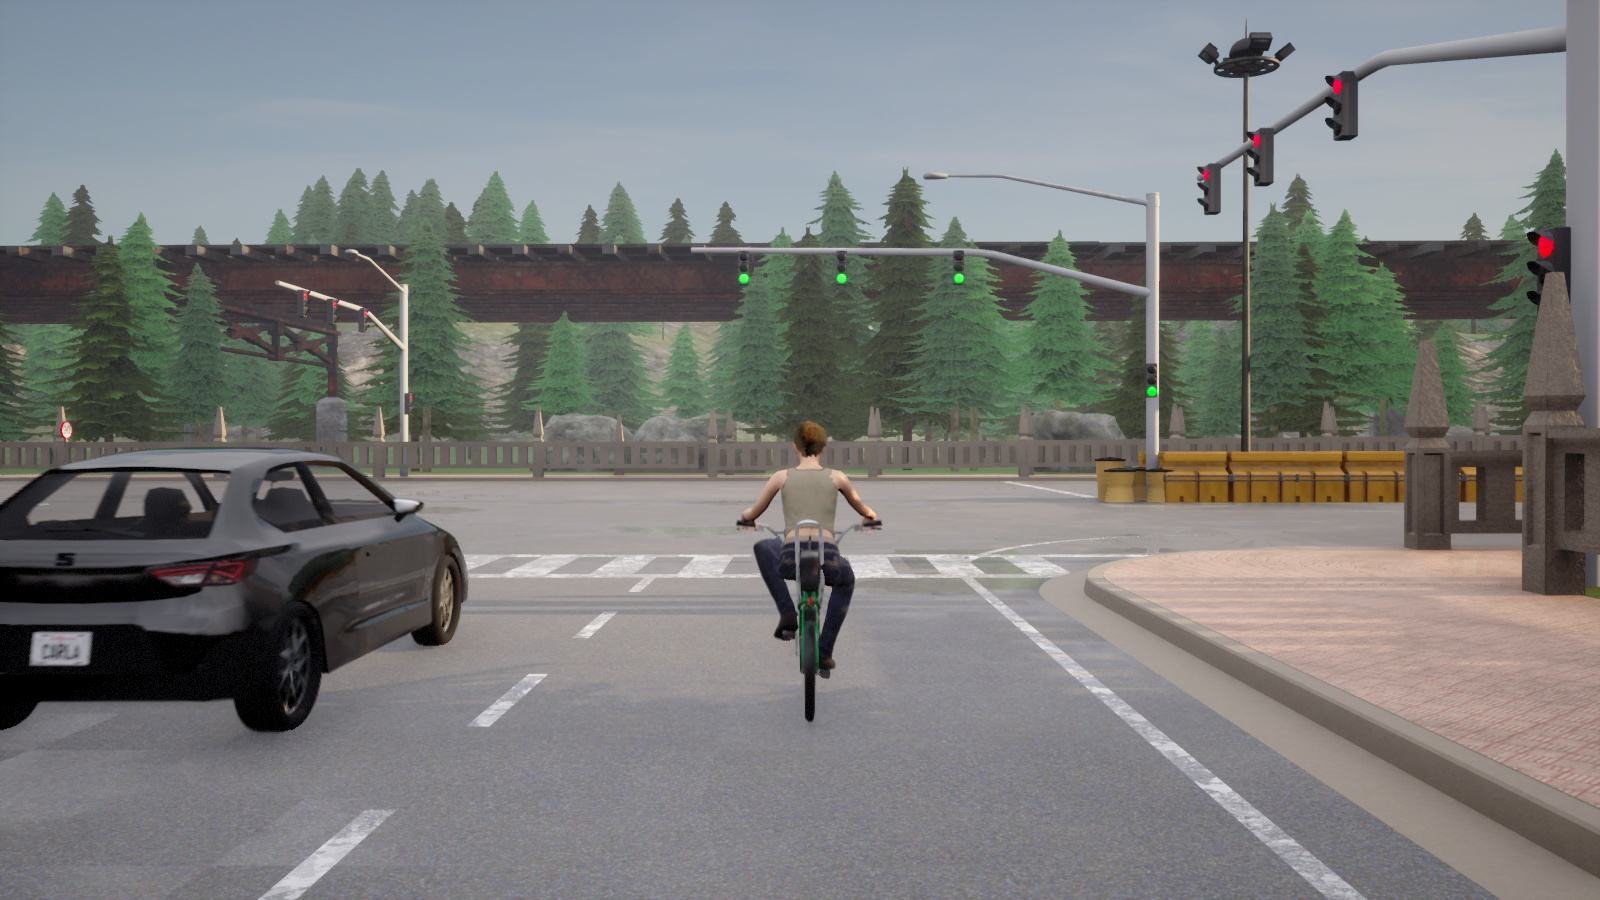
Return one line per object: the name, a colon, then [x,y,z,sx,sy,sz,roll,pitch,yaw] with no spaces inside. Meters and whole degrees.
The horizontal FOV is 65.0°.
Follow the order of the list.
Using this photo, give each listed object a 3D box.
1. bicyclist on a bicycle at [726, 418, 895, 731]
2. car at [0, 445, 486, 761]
bicyclist on a bicycle: [0.055,0.643,7.210,0.866,1.612,1.509,0,0,0]
car: [-3.442,0.712,7.999,1.816,1.474,4.193,0,0,0]
